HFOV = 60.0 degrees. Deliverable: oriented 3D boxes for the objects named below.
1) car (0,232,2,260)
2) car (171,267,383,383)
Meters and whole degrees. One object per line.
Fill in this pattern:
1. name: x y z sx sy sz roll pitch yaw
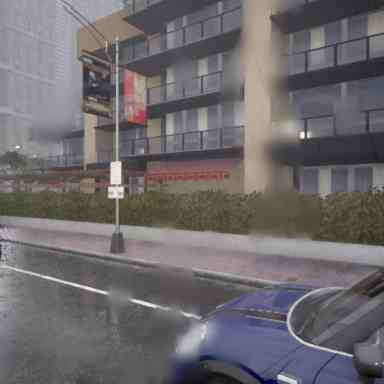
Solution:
1. car: -7.554 1.225 9.387 5.566 2.045 2.150 1 0 35
2. car: 2.014 1.351 2.641 4.553 1.767 2.097 0 0 35
